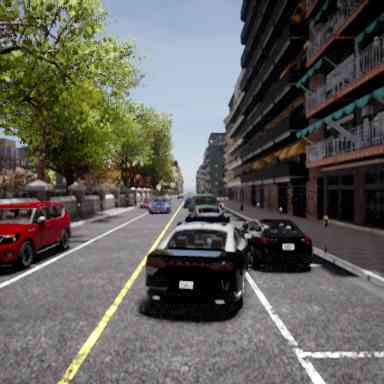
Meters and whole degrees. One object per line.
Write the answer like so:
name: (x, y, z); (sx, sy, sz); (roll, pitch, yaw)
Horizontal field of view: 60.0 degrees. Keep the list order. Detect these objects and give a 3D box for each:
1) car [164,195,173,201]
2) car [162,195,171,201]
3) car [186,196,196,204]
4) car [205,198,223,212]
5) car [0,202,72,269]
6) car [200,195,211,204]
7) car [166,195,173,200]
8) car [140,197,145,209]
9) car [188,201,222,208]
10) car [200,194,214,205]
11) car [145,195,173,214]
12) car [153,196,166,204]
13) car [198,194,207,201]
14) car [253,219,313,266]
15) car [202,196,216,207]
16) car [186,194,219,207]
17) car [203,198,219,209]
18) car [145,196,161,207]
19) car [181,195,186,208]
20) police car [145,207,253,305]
car: (-6.010, 1.480, 84.426); (2.008, 1.369, 4.403); (0, 0, 0)
car: (-5.988, 1.455, 78.626); (1.752, 1.417, 4.829); (0, 0, 0)
car: (-0.235, 1.460, 62.935); (1.812, 1.442, 4.674); (0, 0, 0)
car: (2.545, 1.493, 39.418); (1.887, 1.381, 4.507); (0, 0, 0)
car: (-5.726, 1.297, 11.235); (2.192, 1.841, 5.009); (0, 0, 0)
car: (2.457, 1.375, 61.939); (1.967, 1.590, 4.097); (0, 0, 0)
car: (-6.032, 1.456, 89.887); (1.752, 1.417, 4.829); (0, 0, 0)
car: (-5.858, 1.385, 45.016); (1.967, 1.590, 4.097); (0, 0, 0)
car: (0.839, 1.477, 18.020); (1.837, 1.490, 4.892); (0, 0, 0)
car: (2.478, 1.253, 56.308); (2.192, 1.841, 5.009); (0, 0, 0)
car: (-3.208, 1.305, 34.104); (2.097, 1.767, 4.553); (0, 0, 0)
car: (-5.923, 1.485, 61.906); (2.008, 1.369, 4.403); (0, 0, 0)
car: (2.391, 1.370, 78.829); (1.967, 1.590, 4.097); (0, 0, 0)
car: (2.654, 1.548, 11.268); (1.947, 1.339, 4.313); (0, 0, 0)
car: (2.501, 1.381, 50.678); (1.967, 1.590, 4.097); (0, 0, 0)
car: (0.815, 1.189, 24.050); (2.150, 2.045, 5.566); (0, 0, 0)
car: (2.523, 1.489, 45.049); (1.887, 1.381, 4.507); (0, 0, 0)
car: (-5.880, 1.381, 50.644); (1.967, 1.590, 4.097); (0, 0, 0)
car: (-0.138, 1.422, 46.137); (1.882, 1.535, 5.008); (0, 0, 0)
police car: (0.420, 1.412, 8.316); (1.930, 1.638, 5.238); (0, 0, 12)
